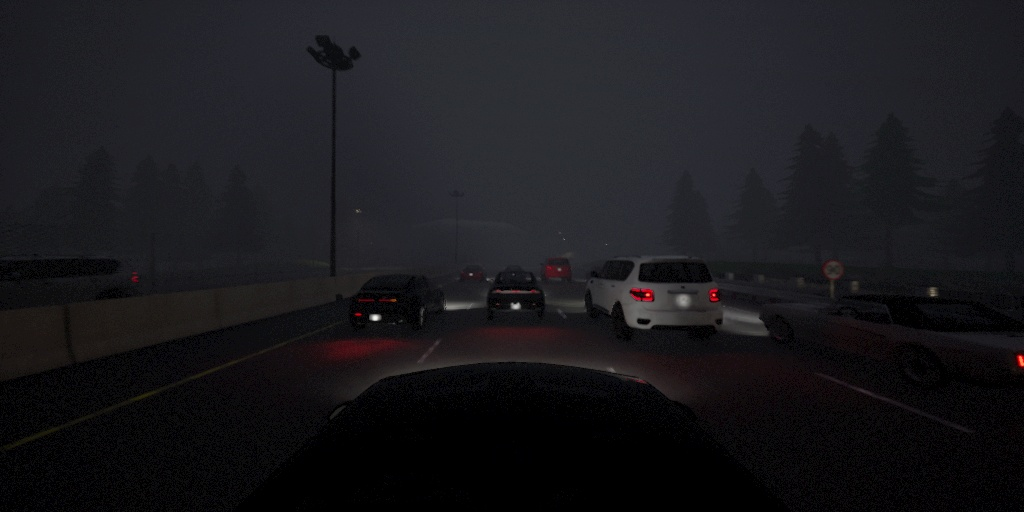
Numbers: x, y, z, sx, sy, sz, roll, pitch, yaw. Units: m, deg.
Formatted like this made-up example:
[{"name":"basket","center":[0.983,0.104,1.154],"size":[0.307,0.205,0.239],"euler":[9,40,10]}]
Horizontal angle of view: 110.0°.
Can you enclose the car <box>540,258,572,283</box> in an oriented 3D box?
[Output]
[{"name":"car","center":[3.663,1.154,30.256],"size":[2.150,2.045,5.566],"euler":[0,0,0]}]

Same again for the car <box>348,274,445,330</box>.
[{"name":"car","center":[-3.384,1.290,11.304],"size":[1.837,1.490,4.892],"euler":[0,0,0]}]

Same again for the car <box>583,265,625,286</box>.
[{"name":"car","center":[7.158,1.474,28.526],"size":[2.033,1.411,5.357],"euler":[0,0,0]}]

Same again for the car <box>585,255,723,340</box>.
[{"name":"car","center":[3.615,1.014,10.233],"size":[2.150,2.045,5.566],"euler":[0,0,0]}]

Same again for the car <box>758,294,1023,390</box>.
[{"name":"car","center":[7.106,1.382,6.841],"size":[1.895,1.301,4.718],"euler":[0,0,0]}]

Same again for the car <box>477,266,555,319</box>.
[{"name":"car","center":[0.121,1.294,12.967],"size":[2.128,1.511,4.902],"euler":[0,0,0]}]

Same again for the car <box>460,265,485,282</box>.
[{"name":"car","center":[-3.335,1.489,31.183],"size":[1.994,1.385,4.181],"euler":[0,0,0]}]

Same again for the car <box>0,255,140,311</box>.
[{"name":"car","center":[-14.082,0.979,10.155],"size":[2.150,2.045,5.566],"euler":[0,0,0]}]
